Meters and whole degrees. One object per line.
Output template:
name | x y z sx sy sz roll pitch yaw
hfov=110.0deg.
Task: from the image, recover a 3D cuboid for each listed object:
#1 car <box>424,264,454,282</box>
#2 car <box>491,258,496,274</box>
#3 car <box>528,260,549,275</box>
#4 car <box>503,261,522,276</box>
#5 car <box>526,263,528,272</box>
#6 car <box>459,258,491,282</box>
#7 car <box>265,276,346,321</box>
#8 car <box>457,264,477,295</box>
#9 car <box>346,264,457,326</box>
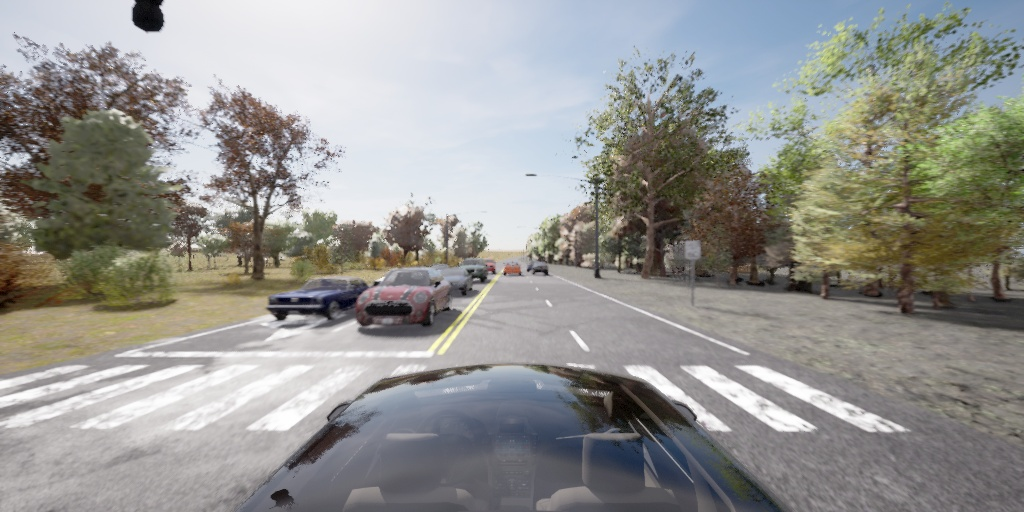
car | -6.580 1.497 32.874 1.812 1.442 4.674 0 0 0
car | -3.244 1.294 46.950 2.150 2.045 5.566 0 -1 0
car | 3.335 1.521 43.213 1.837 1.490 4.892 1 -1 0
car | 0.063 1.391 42.645 2.097 1.767 4.553 0 0 0
car | 3.261 1.460 53.514 2.097 1.767 4.553 0 -1 0
car | -3.331 1.182 31.491 2.150 2.045 5.566 0 0 0
car | -6.597 1.432 13.082 1.895 1.301 4.718 0 0 0
car | -3.344 1.411 20.897 1.812 1.442 4.674 0 0 0
car | -3.347 1.174 11.910 2.097 1.767 4.553 0 0 0
